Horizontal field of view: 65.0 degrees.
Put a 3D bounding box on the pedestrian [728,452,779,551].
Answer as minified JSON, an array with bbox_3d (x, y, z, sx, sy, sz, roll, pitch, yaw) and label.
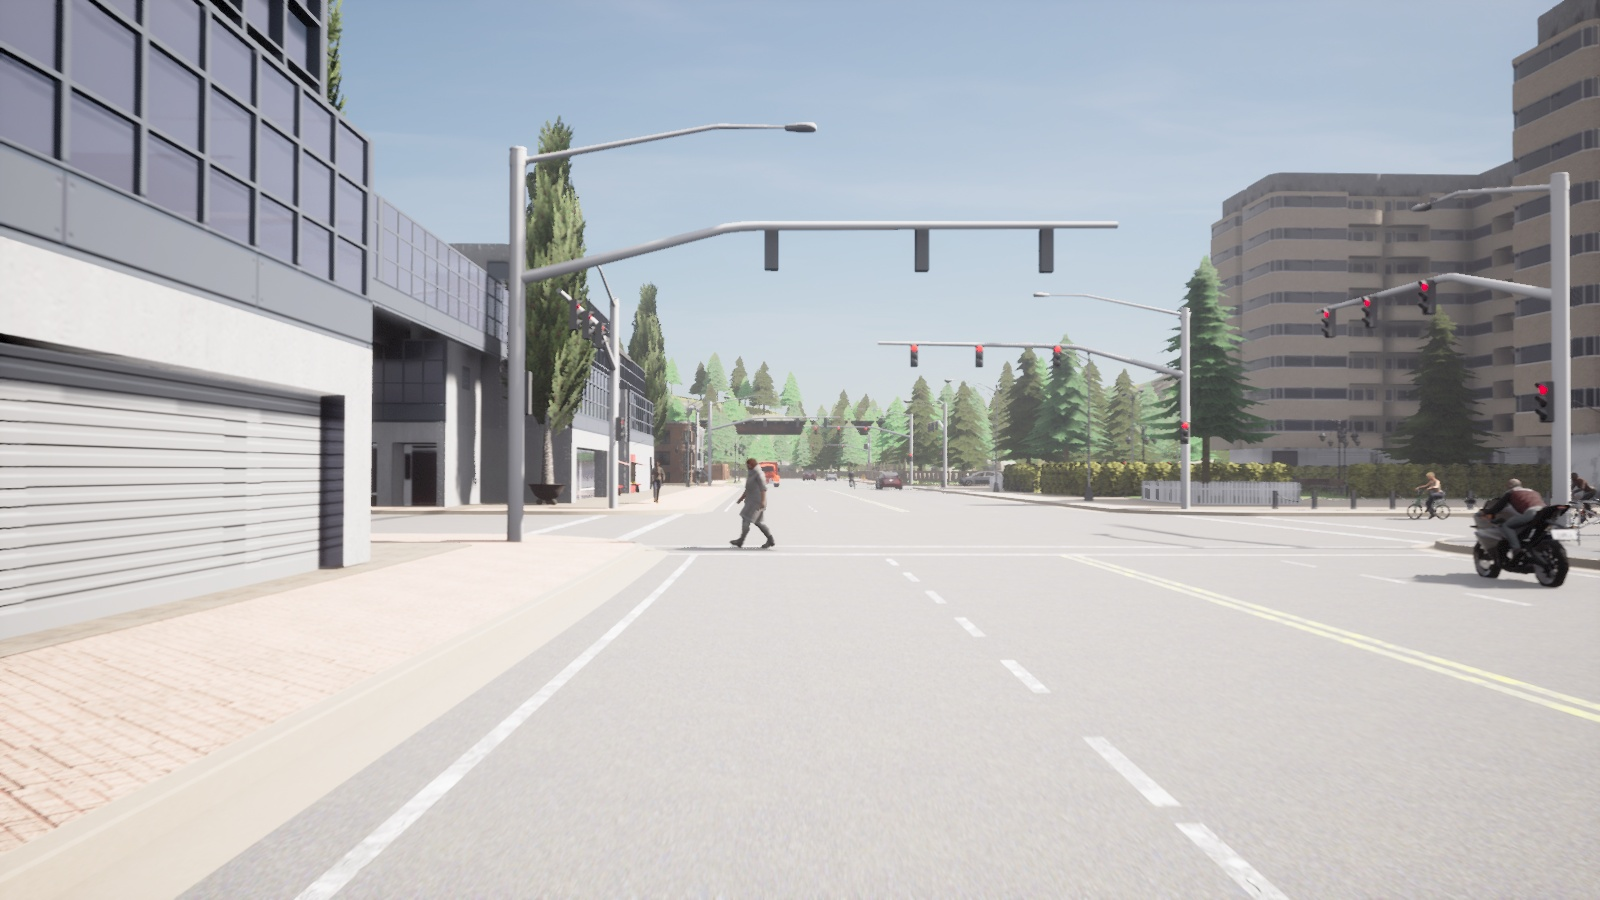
[{"bbox_3d":[-0.932,1.016,25.036,0.873,1.952,0.659,0,-1,-15],"label":"pedestrian"}]

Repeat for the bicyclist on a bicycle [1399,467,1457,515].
[{"bbox_3d":[21.310,1.379,42.621,1.509,1.612,0.866,0,-1,-2],"label":"bicyclist on a bicycle"}]

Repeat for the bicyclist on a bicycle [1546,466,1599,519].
[{"bbox_3d":[24.312,1.327,39.220,1.656,1.620,0.582,0,-1,-2],"label":"bicyclist on a bicycle"}]

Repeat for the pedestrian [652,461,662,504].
[{"bbox_3d":[-6.045,1.387,53.154,0.328,1.805,0.869,0,-1,-2],"label":"pedestrian"}]

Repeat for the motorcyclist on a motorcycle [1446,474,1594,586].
[{"bbox_3d":[10.411,1.114,18.270,0.866,1.530,2.191,0,-1,-1],"label":"motorcyclist on a motorcycle"}]
